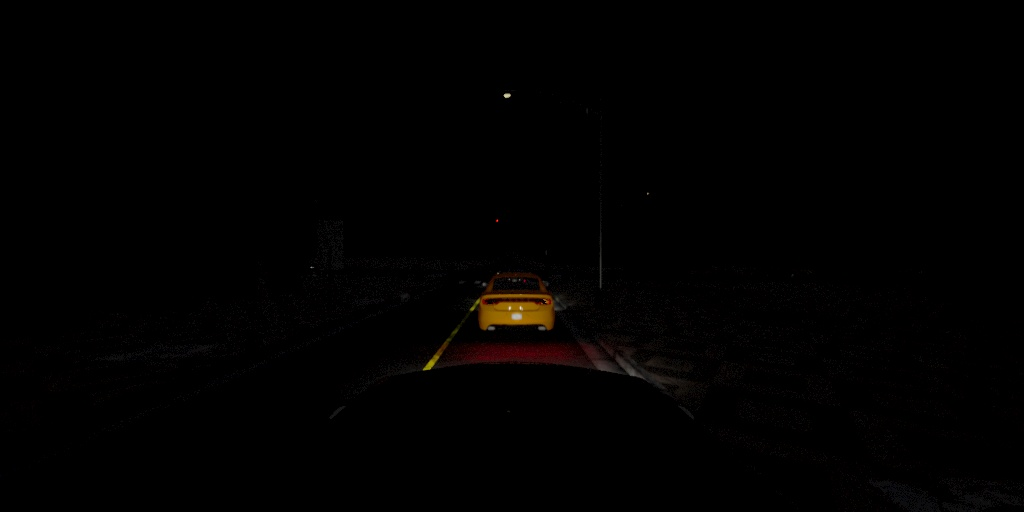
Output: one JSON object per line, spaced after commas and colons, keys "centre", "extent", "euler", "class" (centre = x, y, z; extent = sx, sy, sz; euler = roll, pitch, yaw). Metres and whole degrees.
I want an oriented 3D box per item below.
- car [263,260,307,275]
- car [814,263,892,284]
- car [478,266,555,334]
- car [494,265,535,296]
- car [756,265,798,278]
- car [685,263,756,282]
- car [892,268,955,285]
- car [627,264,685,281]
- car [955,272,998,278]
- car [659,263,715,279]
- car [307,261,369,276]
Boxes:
{"centre": [-20.675, 0.944, 33.822], "extent": [4.892, 1.490, 1.837], "euler": [1, 0, 0], "class": "car"}
{"centre": [29.095, 1.502, 31.091], "extent": [5.009, 1.841, 2.192], "euler": [0, 0, 0], "class": "car"}
{"centre": [0.110, 1.216, 10.570], "extent": [1.882, 1.535, 5.008], "euler": [0, 0, 0], "class": "car"}
{"centre": [0.125, 1.273, 20.397], "extent": [2.033, 1.411, 5.357], "euler": [0, 0, 0], "class": "car"}
{"centre": [29.114, 1.716, 39.617], "extent": [4.507, 1.381, 1.888], "euler": [0, 0, 0], "class": "car"}
{"centre": [17.977, 1.532, 31.107], "extent": [4.829, 1.417, 1.751], "euler": [0, 0, 0], "class": "car"}
{"centre": [34.738, 1.825, 31.083], "extent": [4.507, 1.381, 1.888], "euler": [0, 0, 0], "class": "car"}
{"centre": [12.165, 1.485, 31.116], "extent": [4.313, 1.339, 1.948], "euler": [0, 0, 0], "class": "car"}
{"centre": [40.388, 1.957, 31.075], "extent": [4.207, 1.307, 1.802], "euler": [0, 0, 0], "class": "car"}
{"centre": [17.998, 1.503, 36.965], "extent": [4.892, 1.490, 1.837], "euler": [1, 0, 0], "class": "car"}
{"centre": [-14.743, 1.078, 31.058], "extent": [4.403, 1.370, 2.007], "euler": [0, 0, 0], "class": "car"}
